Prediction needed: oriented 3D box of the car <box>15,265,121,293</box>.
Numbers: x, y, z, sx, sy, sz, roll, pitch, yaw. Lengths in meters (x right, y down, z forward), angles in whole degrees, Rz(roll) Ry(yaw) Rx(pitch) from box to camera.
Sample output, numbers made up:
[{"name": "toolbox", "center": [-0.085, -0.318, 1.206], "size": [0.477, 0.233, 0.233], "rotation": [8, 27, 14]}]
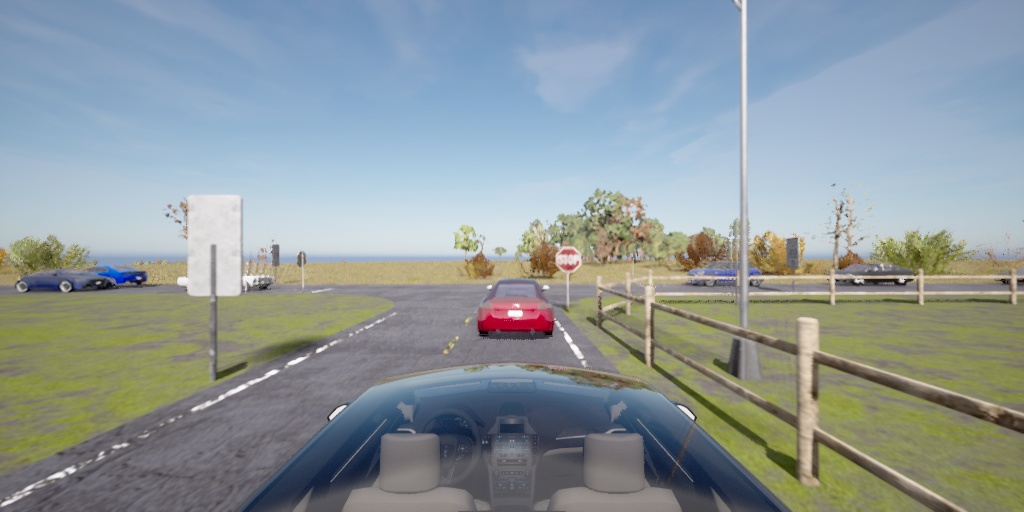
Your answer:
[{"name": "car", "center": [-27.235, 1.455, 21.894], "size": [4.181, 1.385, 1.994], "rotation": [0, 0, 0]}]

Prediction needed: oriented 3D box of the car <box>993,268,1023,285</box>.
[{"name": "car", "center": [36.439, 1.298, 24.370], "size": [5.357, 1.411, 2.033], "rotation": [0, 0, 0]}]

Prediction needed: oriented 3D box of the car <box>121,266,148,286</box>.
[{"name": "car", "center": [-28.310, 1.381, 24.854], "size": [5.008, 1.535, 1.882], "rotation": [0, 0, 0]}]

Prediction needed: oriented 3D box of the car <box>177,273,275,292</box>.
[{"name": "car", "center": [-17.221, 1.463, 21.821], "size": [4.718, 1.301, 1.895], "rotation": [0, 0, 0]}]

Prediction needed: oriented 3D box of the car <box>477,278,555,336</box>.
[{"name": "car", "center": [0.169, 1.344, 10.546], "size": [1.994, 1.385, 4.181], "rotation": [0, 0, 3]}]

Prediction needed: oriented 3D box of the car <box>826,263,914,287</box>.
[{"name": "car", "center": [24.287, 1.258, 24.466], "size": [4.902, 1.511, 2.128], "rotation": [0, 0, 0]}]

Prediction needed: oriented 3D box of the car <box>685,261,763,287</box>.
[{"name": "car", "center": [14.381, 1.140, 24.539], "size": [4.553, 1.767, 2.097], "rotation": [0, 0, 0]}]
